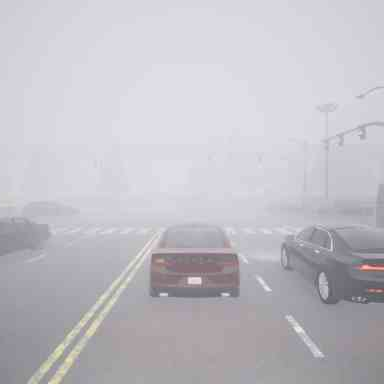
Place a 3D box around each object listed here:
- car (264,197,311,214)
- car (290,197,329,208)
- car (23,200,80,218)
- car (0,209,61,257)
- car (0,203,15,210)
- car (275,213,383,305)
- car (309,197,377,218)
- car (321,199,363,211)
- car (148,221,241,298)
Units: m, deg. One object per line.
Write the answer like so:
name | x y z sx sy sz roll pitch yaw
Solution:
car | 9.614 1.491 32.917 4.902 1.511 2.128 0 0 0
car | 16.571 1.505 47.091 4.892 1.490 1.837 0 0 0
car | -12.432 1.506 29.499 4.892 1.490 1.837 0 0 0
car | -6.846 1.547 11.468 2.033 1.411 5.357 0 0 4
car | -20.302 1.477 33.029 5.008 1.535 1.882 0 0 0
car | 3.555 1.505 8.078 1.837 1.490 4.892 0 0 0
car | 13.378 1.492 29.403 4.902 1.511 2.128 0 0 0
car | 17.974 1.564 40.087 4.181 1.385 1.994 0 0 0
car | 0.057 1.478 8.591 1.882 1.535 5.008 0 0 0
